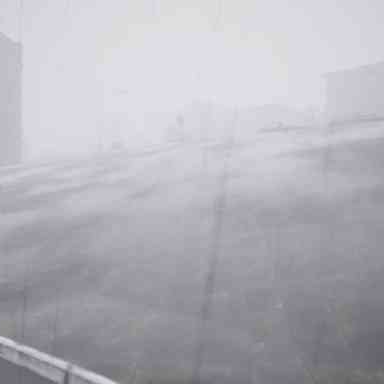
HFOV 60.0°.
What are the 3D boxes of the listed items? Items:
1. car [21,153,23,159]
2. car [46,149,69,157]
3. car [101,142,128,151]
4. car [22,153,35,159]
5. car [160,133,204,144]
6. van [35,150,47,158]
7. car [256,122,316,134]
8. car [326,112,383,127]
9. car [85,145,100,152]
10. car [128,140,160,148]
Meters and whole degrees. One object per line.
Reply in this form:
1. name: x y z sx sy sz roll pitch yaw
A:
1. car: -32.096 -6.395 63.786 5.566 2.045 2.435 2 1 45
2. car: -20.336 -5.697 52.190 4.892 1.521 2.231 2 2 45
3. car: -8.562 -5.333 40.582 4.553 1.767 2.185 2 2 45
4. car: -28.194 -5.962 59.940 4.674 1.452 2.002 2 1 45
5. car: -0.612 -4.987 32.744 4.553 1.767 2.185 2 2 45
6. van: -24.173 -6.075 55.974 4.442 1.987 1.878 2 1 45
7. car: 7.172 -4.517 25.068 4.892 1.521 2.231 3 2 45
8. car: 11.107 -4.332 21.201 4.892 1.521 2.231 3 2 44
9. car: -12.491 -5.501 44.457 4.553 1.767 2.185 2 2 45
10. car: -4.525 -4.991 36.602 4.674 1.452 2.002 3 2 45
